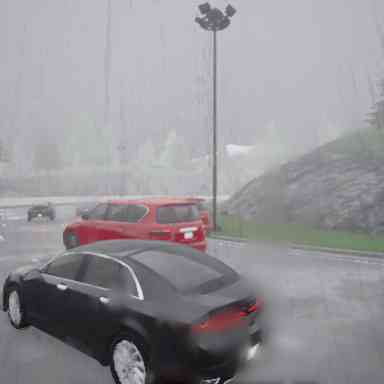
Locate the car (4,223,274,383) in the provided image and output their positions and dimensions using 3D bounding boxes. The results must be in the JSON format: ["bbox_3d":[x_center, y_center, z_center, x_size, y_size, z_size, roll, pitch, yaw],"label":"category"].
[{"bbox_3d":[-1.185,1.507,5.191,4.892,1.490,1.837,0,0,40],"label":"car"}]

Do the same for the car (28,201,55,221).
[{"bbox_3d":[-12.338,1.514,27.596,1.837,1.490,4.892,-1,0,-18],"label":"car"}]

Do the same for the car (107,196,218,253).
[{"bbox_3d":[-1.557,1.229,15.187,2.150,2.045,5.566,0,0,-42],"label":"car"}]

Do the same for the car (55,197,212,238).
[{"bbox_3d":[-2.022,1.228,10.663,5.566,2.045,2.150,0,0,44],"label":"car"}]

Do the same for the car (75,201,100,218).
[{"bbox_3d":[-9.770,1.575,31.406,1.994,1.385,4.181,0,0,-14],"label":"car"}]
